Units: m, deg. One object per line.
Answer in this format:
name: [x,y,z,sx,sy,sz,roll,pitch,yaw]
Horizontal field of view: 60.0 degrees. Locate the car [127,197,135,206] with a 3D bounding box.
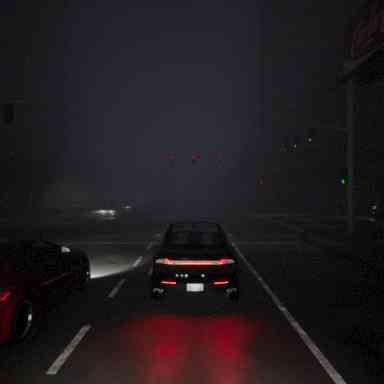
car: [-10.574,1.547,54.112,2.033,1.411,5.357,0,0,0]

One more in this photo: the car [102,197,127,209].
car: [-10.588,1.491,44.369,2.128,1.511,4.902,0,0,0]

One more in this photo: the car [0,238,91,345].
car: [-3.442,1.564,6.395,1.994,1.385,4.181,0,0,0]

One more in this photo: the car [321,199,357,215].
car: [15.388,1.491,33.026,4.902,1.511,2.128,0,0,0]

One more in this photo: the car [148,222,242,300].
car: [0.068,1.492,8.372,2.128,1.511,4.902,0,0,0]

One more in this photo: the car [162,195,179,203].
car: [-4.599,1.326,70.581,2.097,1.767,4.553,0,0,-27]

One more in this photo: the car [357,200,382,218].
car: [17.706,1.353,29.537,4.553,1.767,2.097,0,0,0]
